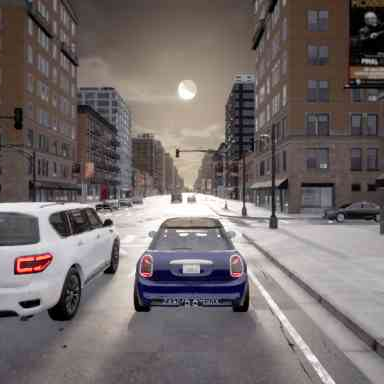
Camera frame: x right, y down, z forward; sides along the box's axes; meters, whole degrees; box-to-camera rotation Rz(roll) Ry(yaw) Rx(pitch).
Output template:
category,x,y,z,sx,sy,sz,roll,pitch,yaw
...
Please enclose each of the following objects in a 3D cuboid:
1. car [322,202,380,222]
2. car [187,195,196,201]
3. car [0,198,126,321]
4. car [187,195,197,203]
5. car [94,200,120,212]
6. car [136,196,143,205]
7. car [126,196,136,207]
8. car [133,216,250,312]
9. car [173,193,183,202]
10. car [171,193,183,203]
category,x,y,z,sx,sy,sz,roll,pitch,yaw
car,12.688,1.545,25.901,4.892,1.490,1.837,0,0,2
car,-0.104,1.453,79.697,1.895,1.301,4.718,0,0,0
car,-3.158,1.222,7.407,2.150,2.045,5.566,0,0,0
car,-0.090,1.482,69.248,2.128,1.511,4.902,0,0,0
car,-9.900,1.599,39.136,1.895,1.301,4.718,0,0,0
car,-9.904,1.495,59.592,1.837,1.490,4.892,0,1,0
car,-9.925,1.560,49.167,1.994,1.385,4.181,0,0,-1
car,-0.003,1.352,7.864,2.097,1.767,4.553,0,0,0
car,-3.354,1.212,80.382,2.150,2.045,5.566,0,0,0
car,-3.254,1.211,69.992,2.150,2.045,5.566,0,0,0
